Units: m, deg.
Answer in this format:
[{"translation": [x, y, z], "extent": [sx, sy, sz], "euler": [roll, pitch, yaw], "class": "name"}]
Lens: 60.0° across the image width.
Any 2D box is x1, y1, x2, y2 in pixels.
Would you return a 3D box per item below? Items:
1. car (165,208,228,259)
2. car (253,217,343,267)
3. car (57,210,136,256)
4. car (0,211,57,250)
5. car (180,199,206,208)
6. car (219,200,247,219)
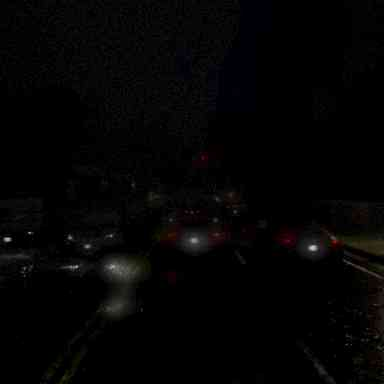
[{"translation": [0.092, 1.508, 12.386], "extent": [1.994, 1.385, 4.181], "euler": [0, 0, 0], "class": "car"}, {"translation": [3.342, 1.512, 11.201], "extent": [1.994, 1.385, 4.181], "euler": [0, 0, 0], "class": "car"}, {"translation": [-3.354, 1.467, 13.016], "extent": [1.812, 1.442, 4.674], "euler": [0, 0, 0], "class": "car"}, {"translation": [-6.604, 1.502, 13.905], "extent": [1.994, 1.385, 4.181], "euler": [0, 0, 0], "class": "car"}, {"translation": [0.089, 1.380, 27.441], "extent": [1.837, 1.490, 4.892], "euler": [0, 0, 0], "class": "car"}, {"translation": [3.339, 1.367, 27.339], "extent": [2.128, 1.511, 4.902], "euler": [0, 0, 0], "class": "car"}]
